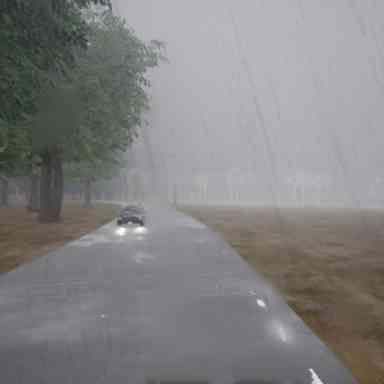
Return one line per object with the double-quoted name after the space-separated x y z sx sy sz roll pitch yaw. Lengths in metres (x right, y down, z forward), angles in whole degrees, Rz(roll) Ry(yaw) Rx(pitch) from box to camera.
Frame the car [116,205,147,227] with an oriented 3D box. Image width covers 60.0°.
-4.236 1.637 24.067 2.033 1.411 5.357 0 0 -5 "car"
